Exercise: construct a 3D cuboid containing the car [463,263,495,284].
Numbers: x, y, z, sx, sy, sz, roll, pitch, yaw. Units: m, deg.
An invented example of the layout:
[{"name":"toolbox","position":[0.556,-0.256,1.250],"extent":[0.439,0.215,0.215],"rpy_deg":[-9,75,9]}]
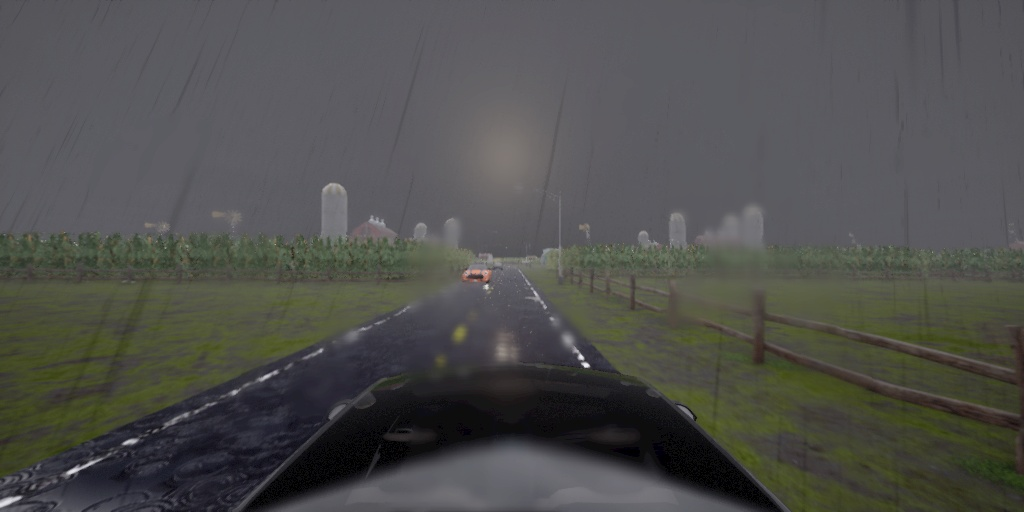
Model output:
[{"name":"car","position":[-2.844,1.378,30.281],"extent":[2.097,1.767,4.553],"rpy_deg":[0,-1,0]}]
